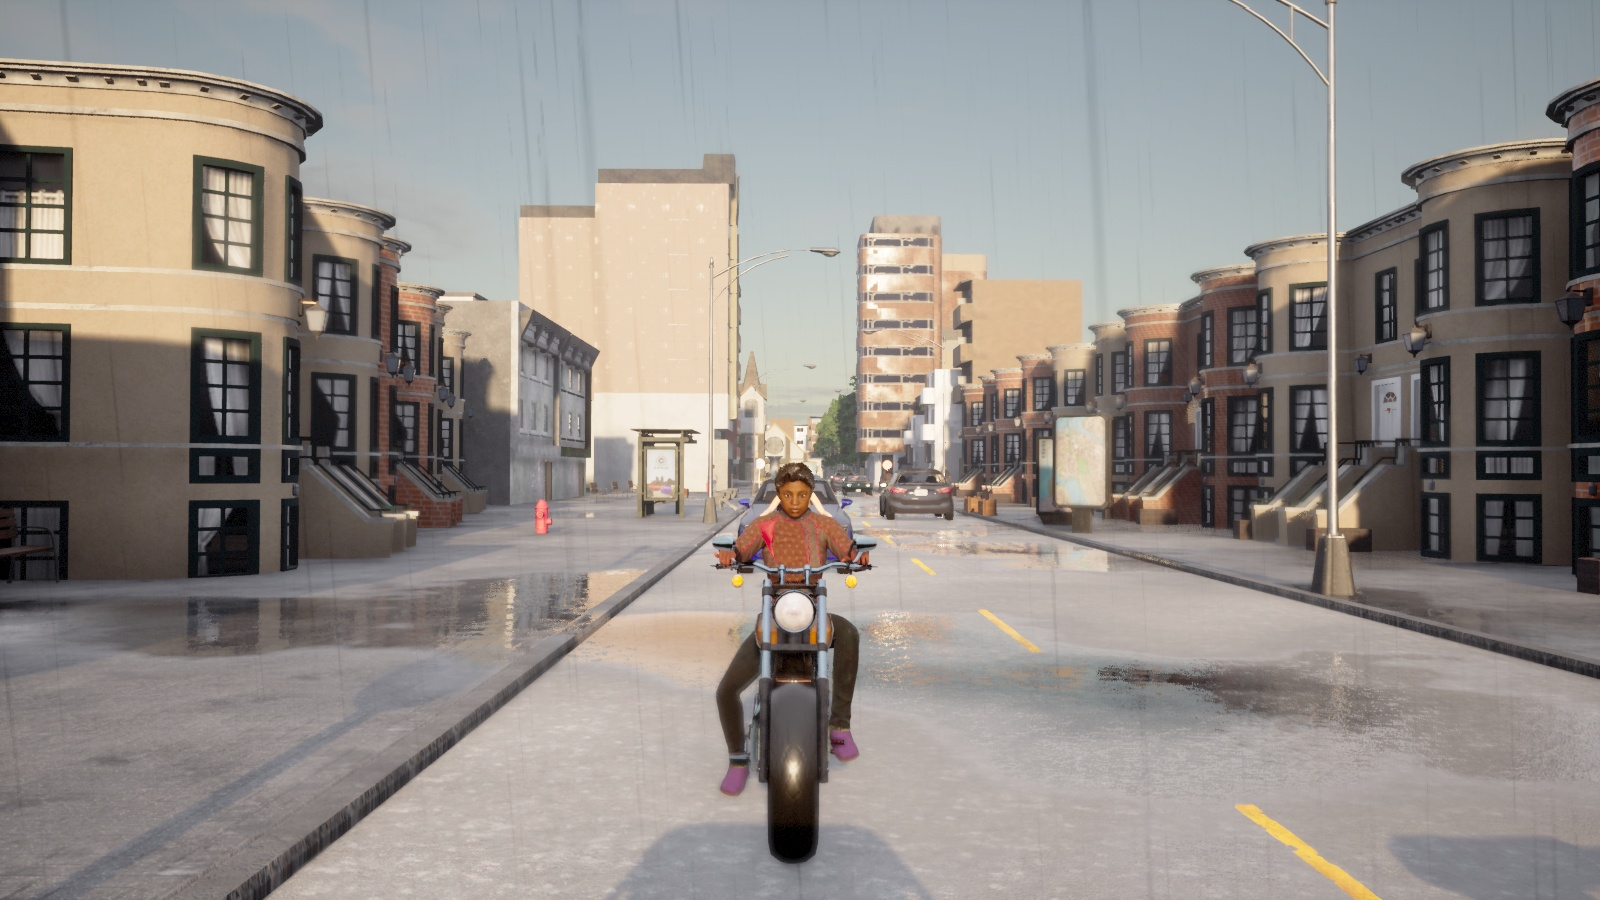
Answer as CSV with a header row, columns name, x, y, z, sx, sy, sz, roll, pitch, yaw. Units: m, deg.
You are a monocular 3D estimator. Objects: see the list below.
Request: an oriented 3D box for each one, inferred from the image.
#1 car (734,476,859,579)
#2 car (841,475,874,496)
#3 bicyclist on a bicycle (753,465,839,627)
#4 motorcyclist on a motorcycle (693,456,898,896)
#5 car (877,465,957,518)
name,x,y,z,sx,sy,sz,roll,pitch,yaw
car,-0.067,1.170,20.390,1.816,1.474,4.193,0,-1,0
car,3.708,2.267,81.615,1.895,1.301,4.718,0,-1,0
bicyclist on a bicycle,-0.037,0.978,13.459,0.866,1.612,1.509,0,0,0
motorcyclist on a motorcycle,-0.021,0.864,5.898,0.766,1.649,2.350,0,-1,0
car,3.863,1.350,42.158,2.242,1.667,4.611,0,-1,0
